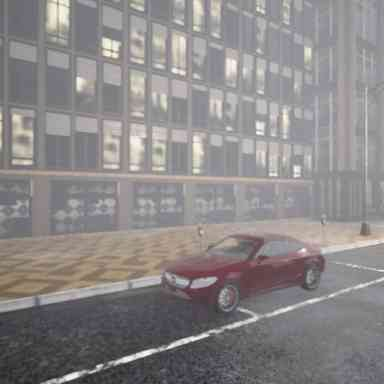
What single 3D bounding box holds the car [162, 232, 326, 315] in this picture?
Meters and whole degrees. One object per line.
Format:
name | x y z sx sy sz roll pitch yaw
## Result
car | 1.338 1.592 7.517 4.206 1.307 1.802 0 0 -36
